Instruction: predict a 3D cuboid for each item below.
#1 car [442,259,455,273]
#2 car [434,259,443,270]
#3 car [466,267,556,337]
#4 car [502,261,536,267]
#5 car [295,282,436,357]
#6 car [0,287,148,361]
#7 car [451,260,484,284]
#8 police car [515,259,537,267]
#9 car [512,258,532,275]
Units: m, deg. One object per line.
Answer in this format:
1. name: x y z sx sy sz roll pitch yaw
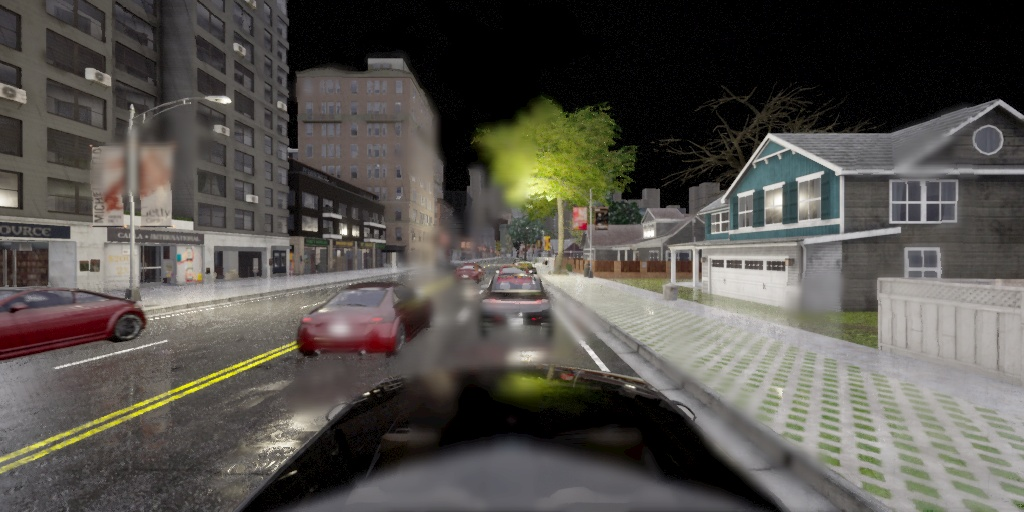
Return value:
1. car: -6.554 1.190 42.324 1.882 1.535 5.008 0 0 0
2. car: -9.793 1.202 51.156 1.837 1.490 4.892 0 1 0
3. car: 0.113 1.239 10.283 2.128 1.511 4.902 0 0 0
4. car: 0.121 1.218 19.786 1.882 1.535 5.008 0 0 0
5. car: -3.141 1.312 8.555 1.994 1.385 4.181 0 0 0
6. car: -9.842 1.313 6.933 1.994 1.385 4.181 0 0 0
7. car: -3.123 1.258 26.993 1.812 1.442 4.674 0 0 0
8. police car: 1.007 1.155 29.515 1.930 1.638 5.238 0 0 0
9. car: 1.017 1.068 39.376 2.097 1.767 4.553 0 0 0
